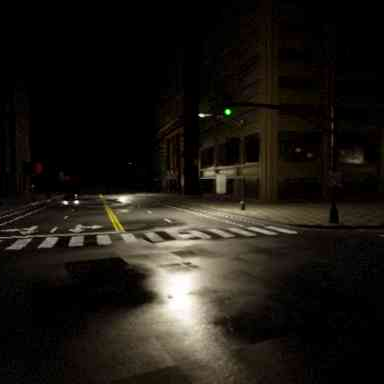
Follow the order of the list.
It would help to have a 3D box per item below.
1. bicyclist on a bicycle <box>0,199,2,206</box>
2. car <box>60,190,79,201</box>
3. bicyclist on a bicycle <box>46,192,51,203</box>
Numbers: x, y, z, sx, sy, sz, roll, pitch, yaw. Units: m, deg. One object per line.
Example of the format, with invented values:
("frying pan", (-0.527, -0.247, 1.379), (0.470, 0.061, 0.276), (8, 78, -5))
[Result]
("bicyclist on a bicycle", (-12.231, 1.070, 20.716), (0.659, 1.776, 1.843), (-1, 1, -16))
("car", (-19.411, 0.480, 53.508), (2.097, 1.767, 4.553), (-1, 1, -16))
("bicyclist on a bicycle", (-19.053, 0.759, 44.178), (0.582, 1.620, 1.656), (-1, 2, -16))
